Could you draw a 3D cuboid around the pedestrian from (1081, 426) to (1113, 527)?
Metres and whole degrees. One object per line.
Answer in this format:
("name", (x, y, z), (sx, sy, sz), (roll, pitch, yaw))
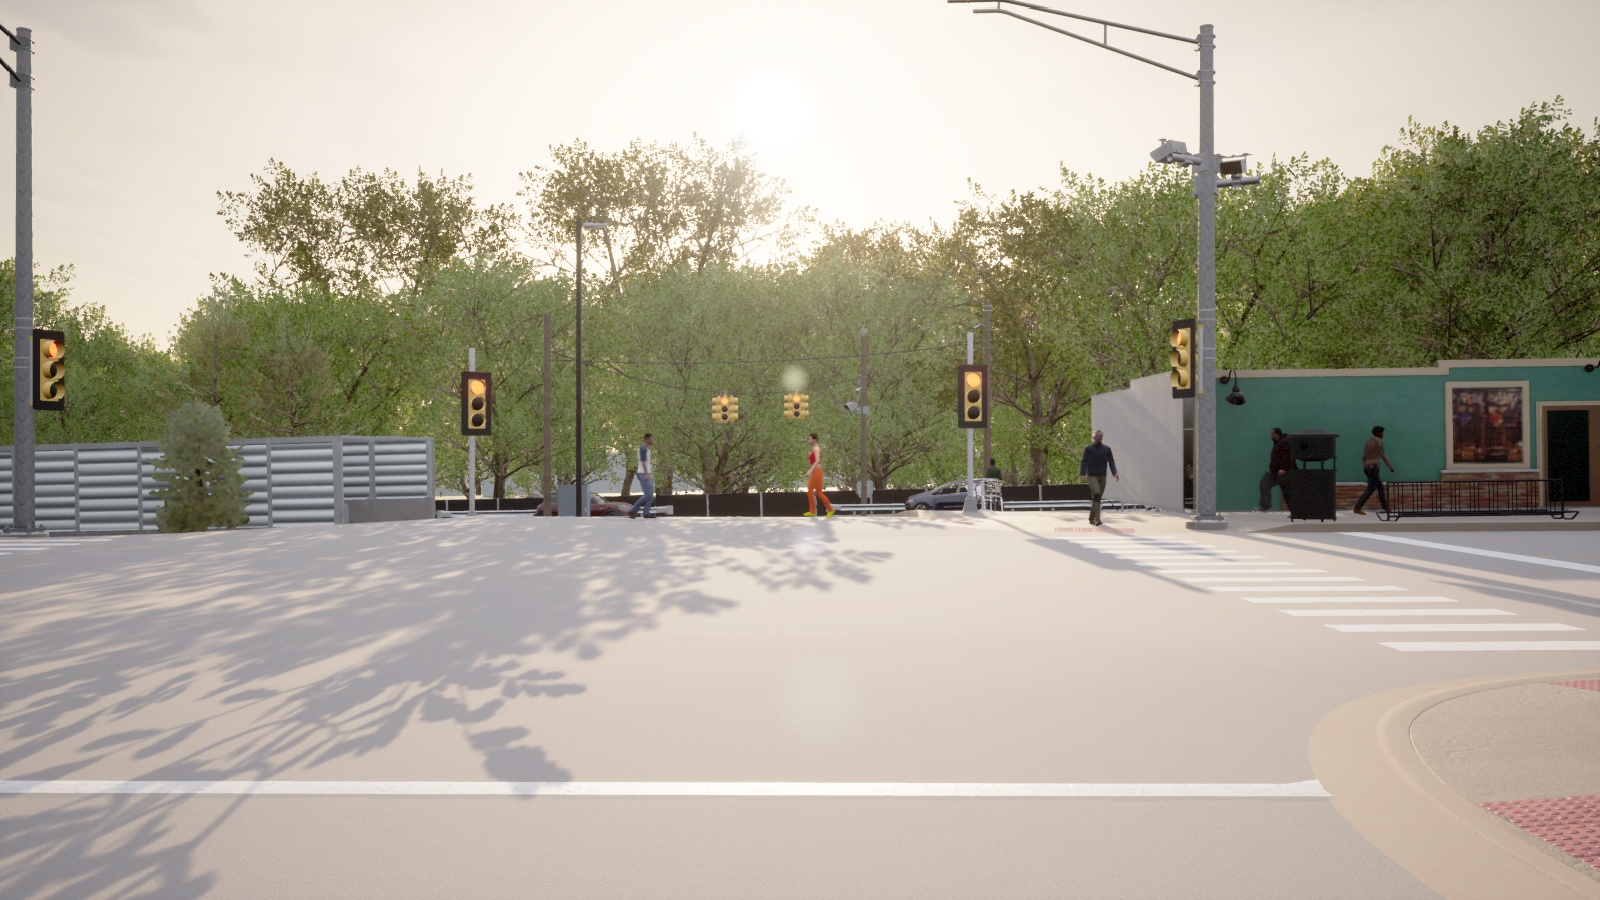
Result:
("pedestrian", (5.500, 0.479, 23.292), (0.402, 1.842, 0.726), (0, 0, -1))

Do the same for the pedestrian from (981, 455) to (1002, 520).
("pedestrian", (5.774, 1.119, 37.846), (0.423, 1.949, 0.788), (0, 0, -7))

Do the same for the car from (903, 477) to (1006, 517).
("car", (7.189, 2.190, 58.496), (4.611, 1.667, 2.242), (-2, 0, 8))

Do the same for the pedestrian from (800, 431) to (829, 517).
("pedestrian", (0.319, 0.517, 27.081), (0.594, 1.836, 0.345), (0, 0, -5))

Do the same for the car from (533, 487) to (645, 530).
("car", (-9.536, 2.653, 57.022), (4.553, 1.767, 2.097), (-1, 0, 6))

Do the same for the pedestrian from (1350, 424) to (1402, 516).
("pedestrian", (11.421, 0.389, 24.904), (0.869, 1.805, 0.328), (0, 0, -2))

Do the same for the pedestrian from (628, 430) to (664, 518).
("pedestrian", (-3.203, 0.497, 26.215), (0.706, 1.836, 0.354), (0, 0, 0))

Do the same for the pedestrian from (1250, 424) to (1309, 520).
("pedestrian", (9.355, 0.426, 24.504), (0.899, 1.844, 0.634), (0, 0, -2))
